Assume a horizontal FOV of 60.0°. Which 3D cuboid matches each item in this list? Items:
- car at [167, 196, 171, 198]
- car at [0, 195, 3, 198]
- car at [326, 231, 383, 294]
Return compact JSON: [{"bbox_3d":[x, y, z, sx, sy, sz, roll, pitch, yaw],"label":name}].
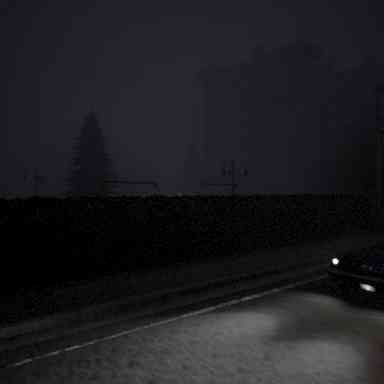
[{"bbox_3d":[-4.684,1.337,50.366,2.097,1.767,4.553,0,0,-38],"label":"car"},{"bbox_3d":[-40.312,1.374,67.393,3.633,1.501,1.845,0,0,-38],"label":"car"},{"bbox_3d":[5.299,1.601,7.960,4.718,1.301,1.895,0,0,-36],"label":"car"}]
